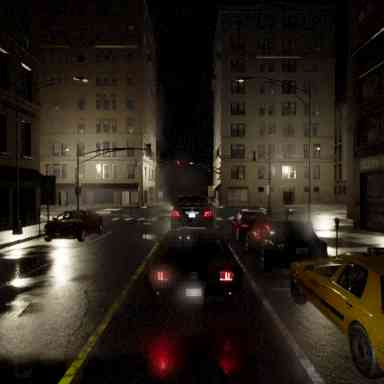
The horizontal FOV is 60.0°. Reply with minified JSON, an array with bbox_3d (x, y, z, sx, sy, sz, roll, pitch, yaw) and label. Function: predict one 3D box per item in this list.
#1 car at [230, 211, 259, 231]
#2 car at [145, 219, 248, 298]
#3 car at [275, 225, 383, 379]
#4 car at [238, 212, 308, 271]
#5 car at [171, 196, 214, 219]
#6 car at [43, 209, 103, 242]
[{"bbox_3d":[2.870,1.576,16.298,1.802,1.307,4.206,-1,0,0],"label":"car"},{"bbox_3d":[0.046,1.598,8.467,1.895,1.301,4.718,0,0,0],"label":"car"},{"bbox_3d":[2.863,1.524,5.296,1.752,1.417,4.829,-1,0,0],"label":"car"},{"bbox_3d":[2.867,1.562,10.712,1.947,1.339,4.313,-1,0,0],"label":"car"},{"bbox_3d":[0.002,1.214,18.459,2.150,2.045,5.566,0,0,0],"label":"car"},{"bbox_3d":[-5.675,1.538,16.300,1.887,1.381,4.507,-1,0,0],"label":"car"}]
